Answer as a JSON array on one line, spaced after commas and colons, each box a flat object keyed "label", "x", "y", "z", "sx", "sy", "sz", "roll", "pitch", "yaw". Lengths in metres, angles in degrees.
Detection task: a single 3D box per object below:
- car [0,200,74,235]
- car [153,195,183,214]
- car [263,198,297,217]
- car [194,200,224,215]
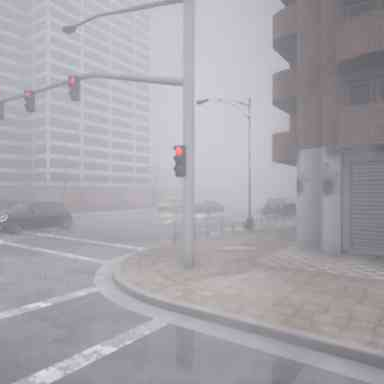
[{"label": "car", "x": -9.047, "y": 1.319, "z": 18.628, "sx": 2.097, "sy": 1.767, "sz": 4.553, "roll": 0, "pitch": 0, "yaw": 33}, {"label": "car", "x": -1.730, "y": 1.439, "z": 35.271, "sx": 1.882, "sy": 1.535, "sz": 5.008, "roll": 0, "pitch": 0, "yaw": 35}, {"label": "car", "x": 8.412, "y": 1.333, "z": 31.106, "sx": 2.097, "sy": 1.767, "sz": 4.553, "roll": 0, "pitch": 0, "yaw": 35}, {"label": "car", "x": 1.590, "y": 1.531, "z": 33.901, "sx": 1.994, "sy": 1.385, "sz": 4.181, "roll": 0, "pitch": 0, "yaw": 35}]
